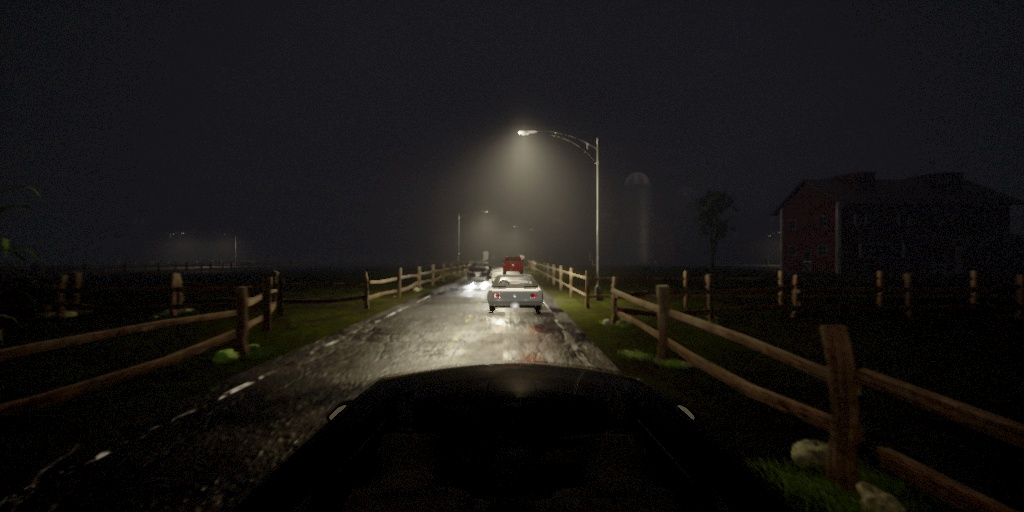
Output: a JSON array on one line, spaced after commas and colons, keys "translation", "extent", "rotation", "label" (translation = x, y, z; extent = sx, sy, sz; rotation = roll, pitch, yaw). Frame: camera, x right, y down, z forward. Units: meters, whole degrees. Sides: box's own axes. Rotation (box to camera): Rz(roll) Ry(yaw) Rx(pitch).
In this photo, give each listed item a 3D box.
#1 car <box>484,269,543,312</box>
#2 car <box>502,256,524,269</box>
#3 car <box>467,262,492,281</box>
[{"translation": [0.105, 1.352, 14.105], "extent": [1.895, 1.301, 4.718], "rotation": [0, 0, 0], "label": "car"}, {"translation": [0.125, 1.015, 39.052], "extent": [2.150, 2.045, 5.566], "rotation": [0, 0, 0], "label": "car"}, {"translation": [-2.737, 1.266, 30.912], "extent": [2.128, 1.511, 4.902], "rotation": [0, 0, 0], "label": "car"}]
